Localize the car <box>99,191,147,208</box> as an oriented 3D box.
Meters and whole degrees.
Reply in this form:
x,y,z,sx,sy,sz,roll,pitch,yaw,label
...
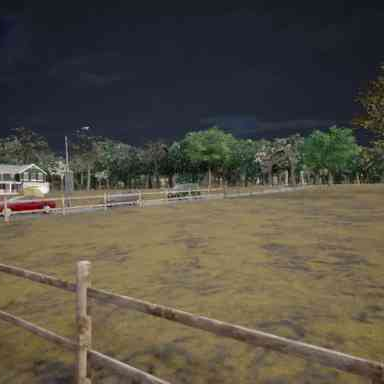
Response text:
x,y,z,sx,sy,sz,roll,pitch,yaw,label
-6.093,0.694,30.793,1.994,1.385,4.181,-3,1,36,car

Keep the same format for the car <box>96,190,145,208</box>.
x,y,z,sx,sy,sz,roll,pitch,yaw,label
-7.259,0.663,34.227,1.837,1.490,4.892,-3,1,36,car

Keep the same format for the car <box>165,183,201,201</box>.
x,y,z,sx,sy,sz,roll,pitch,yaw,label
-1.088,-0.034,42.882,2.150,2.045,5.566,-3,1,36,car

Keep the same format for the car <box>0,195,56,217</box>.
x,y,z,sx,sy,sz,roll,pitch,yaw,label
-13.192,1.027,25.912,1.882,1.535,5.008,-3,1,35,car
